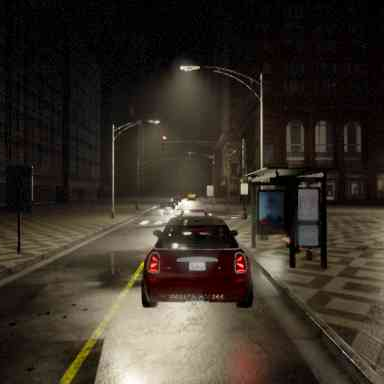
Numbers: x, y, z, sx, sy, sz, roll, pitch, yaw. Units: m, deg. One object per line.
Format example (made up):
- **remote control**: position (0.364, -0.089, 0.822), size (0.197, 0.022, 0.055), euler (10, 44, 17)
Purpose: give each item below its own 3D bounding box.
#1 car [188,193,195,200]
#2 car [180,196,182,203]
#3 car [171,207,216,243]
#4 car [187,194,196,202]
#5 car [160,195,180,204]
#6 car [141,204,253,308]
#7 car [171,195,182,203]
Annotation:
- **car**: position (-0.084, 1.123, 84.296), size (1.882, 1.535, 5.008), euler (0, 0, 0)
- **car**: position (-3.142, 1.405, 54.697), size (2.128, 1.511, 4.902), euler (0, 0, 0)
- **car**: position (0.079, 1.557, 16.731), size (1.994, 1.385, 4.181), euler (0, 0, 0)
- **car**: position (-0.074, 1.438, 74.322), size (1.895, 1.301, 4.718), euler (0, 0, 0)
- **car**: position (-3.143, 1.488, 44.307), size (2.033, 1.411, 5.357), euler (0, 0, 0)
- **car**: position (0.092, 1.352, 8.088), size (2.097, 1.767, 4.553), euler (0, 0, 0)
- **car**: position (-3.091, 1.365, 67.333), size (2.128, 1.511, 4.902), euler (0, 0, 0)
